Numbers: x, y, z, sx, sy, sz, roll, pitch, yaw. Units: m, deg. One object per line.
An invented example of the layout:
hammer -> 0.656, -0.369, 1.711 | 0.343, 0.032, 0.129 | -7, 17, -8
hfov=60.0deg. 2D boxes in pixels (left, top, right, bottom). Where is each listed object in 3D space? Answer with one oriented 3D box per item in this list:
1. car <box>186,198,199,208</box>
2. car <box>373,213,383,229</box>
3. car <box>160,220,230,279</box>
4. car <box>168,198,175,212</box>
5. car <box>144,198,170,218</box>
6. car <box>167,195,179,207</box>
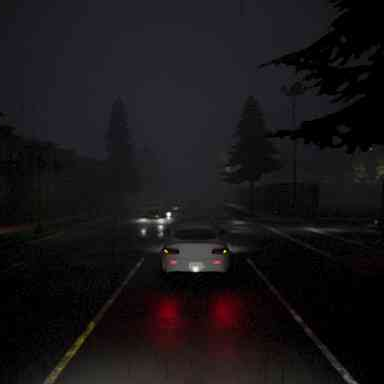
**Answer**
car -> 0.102, 1.807, 56.264 | 1.882, 1.535, 5.008 | 0, 0, 0
car -> 14.063, 1.637, 20.972 | 4.902, 1.511, 2.128 | 0, 0, 0
car -> 0.092, 1.587, 10.170 | 1.812, 1.442, 4.674 | 0, 0, 0
car -> -3.593, 1.854, 43.222 | 1.895, 1.301, 4.718 | 0, 0, 0
car -> -3.595, 1.672, 33.052 | 1.882, 1.535, 5.008 | 0, 0, 0
car -> -3.559, 1.563, 58.737 | 2.150, 2.045, 5.566 | 0, 0, 0
